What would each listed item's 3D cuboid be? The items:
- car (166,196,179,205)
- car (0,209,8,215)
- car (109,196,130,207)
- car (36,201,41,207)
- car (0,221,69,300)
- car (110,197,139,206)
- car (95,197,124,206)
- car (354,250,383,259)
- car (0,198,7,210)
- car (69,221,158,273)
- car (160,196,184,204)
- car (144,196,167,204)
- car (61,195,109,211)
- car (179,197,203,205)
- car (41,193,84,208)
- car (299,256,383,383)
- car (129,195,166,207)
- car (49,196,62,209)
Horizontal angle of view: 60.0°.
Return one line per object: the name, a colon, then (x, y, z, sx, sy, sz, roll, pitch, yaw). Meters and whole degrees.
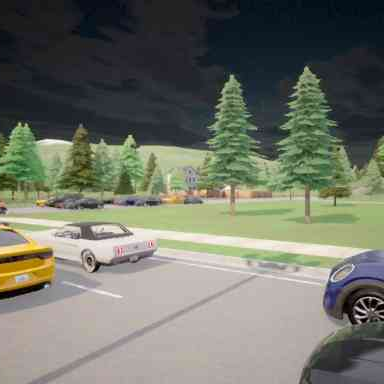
car: (-3.396, 1.478, 60.455, 1.882, 1.535, 5.008, 0, 0, 36)
car: (-10.861, 1.601, 16.006, 4.718, 1.301, 1.895, 0, 0, 35)
car: (-9.936, 1.352, 51.516, 2.097, 1.767, 4.553, 0, 0, 36)
car: (-20.404, 1.478, 49.045, 1.882, 1.535, 5.008, 0, 0, 36)
car: (-5.235, 1.478, 7.708, 5.008, 1.535, 1.882, 0, 0, 35)
car: (-11.208, 1.601, 55.703, 1.895, 1.301, 4.718, 0, 0, 36)
car: (-14.192, 1.601, 57.544, 1.895, 1.301, 4.718, 0, 0, 36)
car: (4.480, 1.352, 5.081, 4.553, 1.767, 2.097, 0, 0, 36)
car: (-20.145, 1.351, 31.447, 2.097, 1.767, 4.553, 0, 0, 35)
car: (-3.453, 1.601, 10.738, 4.718, 1.301, 1.895, 0, 0, 35)
car: (-3.832, 1.490, 65.735, 2.128, 1.511, 4.902, 0, 0, 37)
car: (-7.338, 1.526, 66.848, 1.812, 1.442, 4.674, 0, 0, 37)
car: (-13.154, 1.507, 41.170, 1.837, 1.490, 4.892, 0, -1, 36)
car: (0.164, 1.562, 59.389, 1.994, 1.385, 4.181, 0, 0, 36)
car: (-17.656, 1.225, 46.876, 2.150, 2.045, 5.566, 0, 0, 36)
car: (3.085, 1.505, 1.775, 4.892, 1.490, 1.837, 0, 0, 35)
car: (-6.614, 1.506, 50.132, 1.837, 1.490, 4.892, 0, 0, 36)
car: (-15.837, 1.564, 43.432, 1.994, 1.385, 4.181, 0, 0, 36)
